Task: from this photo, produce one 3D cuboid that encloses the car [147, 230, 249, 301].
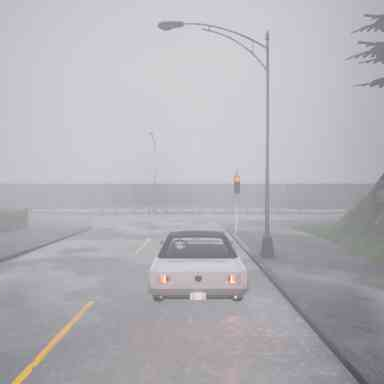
[{"bbox_3d":[0.118,1.601,8.256,1.895,1.301,4.718,0,0,0],"label":"car"}]
